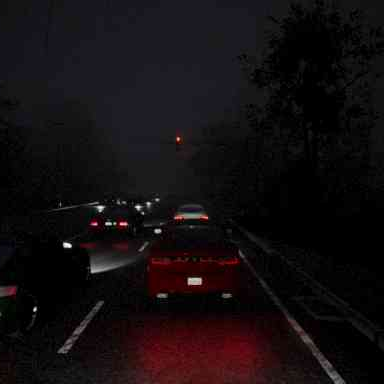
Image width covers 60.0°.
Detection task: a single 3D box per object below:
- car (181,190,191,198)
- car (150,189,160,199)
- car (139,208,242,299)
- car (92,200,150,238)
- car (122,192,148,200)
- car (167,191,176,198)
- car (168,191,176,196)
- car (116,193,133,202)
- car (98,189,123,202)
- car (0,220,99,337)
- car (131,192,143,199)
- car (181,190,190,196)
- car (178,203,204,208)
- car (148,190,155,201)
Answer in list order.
[{"bbox_3d":[-1.170,0.575,75.908,1.994,1.385,4.181,0,1,-3],"label":"car"},{"bbox_3d":[-7.890,0.336,68.928,2.150,2.045,5.566,0,1,-2],"label":"car"},{"bbox_3d":[0.034,1.389,8.328,1.882,1.535,5.008,0,1,0],"label":"car"},{"bbox_3d":[-3.531,1.351,16.497,2.033,1.411,5.357,0,1,0],"label":"car"},{"bbox_3d":[-7.435,0.989,44.007,2.033,1.411,5.357,0,1,-2],"label":"car"},{"bbox_3d":[-4.632,0.563,74.954,2.033,1.411,5.357,0,1,-3],"label":"car"},{"bbox_3d":[-5.216,0.345,85.404,2.033,1.411,5.357,0,1,-4],"label":"car"},{"bbox_3d":[-11.126,0.857,55.238,1.994,1.385,4.181,0,1,-1],"label":"car"},{"bbox_3d":[-10.955,0.647,45.200,2.150,2.045,5.566,0,1,1],"label":"car"},{"bbox_3d":[-3.452,1.499,6.523,1.994,1.385,4.181,0,1,0],"label":"car"},{"bbox_3d":[-11.414,0.700,69.582,1.895,1.301,4.718,0,1,-2],"label":"car"},{"bbox_3d":[-1.723,0.280,85.630,1.882,1.535,5.008,0,1,-4],"label":"car"},{"bbox_3d":[-0.038,1.317,17.519,1.812,1.442,4.674,0,1,0],"label":"car"},{"bbox_3d":[-7.599,0.840,53.720,1.812,1.442,4.674,0,1,-1],"label":"car"}]
